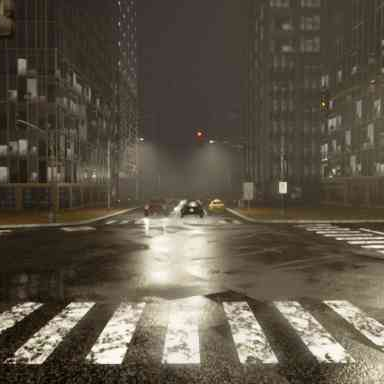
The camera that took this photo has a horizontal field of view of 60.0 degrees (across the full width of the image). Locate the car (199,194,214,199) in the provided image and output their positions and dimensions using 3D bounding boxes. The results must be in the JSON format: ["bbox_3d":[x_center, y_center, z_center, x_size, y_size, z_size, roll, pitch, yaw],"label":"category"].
[{"bbox_3d":[2.624,1.281,51.895,2.192,1.841,5.009,-1,0,0],"label":"car"}]

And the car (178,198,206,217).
[{"bbox_3d":[0.005,1.549,30.840,1.994,1.385,4.181,0,0,0],"label":"car"}]

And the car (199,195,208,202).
[{"bbox_3d":[2.550,1.487,75.078,2.008,1.369,4.403,-1,0,0],"label":"car"}]

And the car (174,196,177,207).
[{"bbox_3d":[-3.161,1.455,40.468,1.882,1.535,5.008,0,0,0],"label":"car"}]

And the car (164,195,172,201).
[{"bbox_3d":[-5.807,1.510,80.800,1.802,1.307,4.206,-1,0,0],"label":"car"}]

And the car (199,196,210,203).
[{"bbox_3d":[2.560,1.510,69.404,1.947,1.339,4.313,-1,0,0],"label":"car"}]

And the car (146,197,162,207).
[{"bbox_3d":[-5.929,1.531,52.430,1.947,1.339,4.313,-1,0,0],"label":"car"}]

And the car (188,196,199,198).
[{"bbox_3d":[-0.107,1.553,62.734,1.895,1.301,4.718,0,0,0],"label":"car"}]

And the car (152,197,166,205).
[{"bbox_3d":[-5.769,1.524,58.105,1.947,1.339,4.313,-1,0,0],"label":"car"}]

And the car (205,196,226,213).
[{"bbox_3d":[2.744,1.506,36.814,1.752,1.417,4.829,-1,0,0],"label":"car"}]

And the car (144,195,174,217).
[{"bbox_3d":[-3.166,1.337,31.170,2.097,1.767,4.553,0,0,0],"label":"car"}]

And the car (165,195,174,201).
[{"bbox_3d":[-5.816,1.486,86.473,1.947,1.339,4.313,-1,0,0],"label":"car"}]

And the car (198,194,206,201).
[{"bbox_3d":[2.529,1.360,86.427,1.967,1.590,4.097,-1,0,0],"label":"car"}]

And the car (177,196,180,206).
[{"bbox_3d":[-3.152,1.568,50.479,1.895,1.301,4.718,0,0,0],"label":"car"}]

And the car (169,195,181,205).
[{"bbox_3d":[-3.126,1.432,60.954,1.882,1.535,5.008,0,0,0],"label":"car"}]
